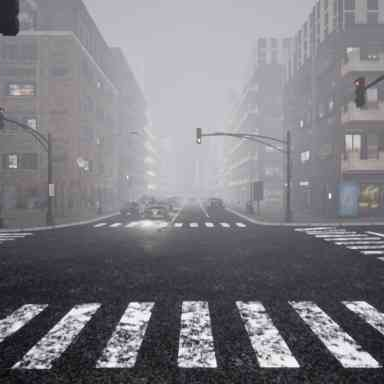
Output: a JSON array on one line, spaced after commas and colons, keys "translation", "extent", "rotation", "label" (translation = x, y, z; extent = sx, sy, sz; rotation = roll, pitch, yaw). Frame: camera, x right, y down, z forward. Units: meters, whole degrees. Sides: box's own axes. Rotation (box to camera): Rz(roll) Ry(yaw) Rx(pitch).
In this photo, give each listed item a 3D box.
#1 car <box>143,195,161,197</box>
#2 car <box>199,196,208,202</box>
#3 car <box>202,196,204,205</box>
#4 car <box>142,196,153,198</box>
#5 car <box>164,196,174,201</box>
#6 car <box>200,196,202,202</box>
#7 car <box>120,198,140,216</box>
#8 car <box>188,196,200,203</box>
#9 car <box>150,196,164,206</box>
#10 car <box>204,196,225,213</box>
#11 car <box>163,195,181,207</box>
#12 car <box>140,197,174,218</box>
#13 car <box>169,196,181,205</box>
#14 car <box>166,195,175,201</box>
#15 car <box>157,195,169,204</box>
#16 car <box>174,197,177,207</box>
[{"translation": [-5.702, 1.326, 43.495], "extent": [2.192, 1.841, 5.009], "rotation": [0, 0, 0], "label": "car"}, {"translation": [2.670, 1.584, 77.594], "extent": [2.008, 1.369, 4.403], "rotation": [0, 0, 0], "label": "car"}, {"translation": [2.679, 1.451, 43.499], "extent": [1.967, 1.590, 4.097], "rotation": [0, 0, 0], "label": "car"}, {"translation": [-5.700, 1.533, 37.643], "extent": [1.752, 1.417, 4.829], "rotation": [0, 0, 0], "label": "car"}, {"translation": [-5.712, 1.589, 83.272], "extent": [2.008, 1.369, 4.403], "rotation": [0, 0, 0], "label": "car"}, {"translation": [2.676, 1.598, 54.864], "extent": [1.802, 1.307, 4.206], "rotation": [0, 0, 0], "label": "car"}, {"translation": [-5.698, 1.572, 32.130], "extent": [1.947, 1.339, 4.313], "rotation": [0, 0, 0], "label": "car"}, {"translation": [0.025, 1.538, 70.545], "extent": [2.128, 1.511, 4.902], "rotation": [0, 0, 0], "label": "car"}, {"translation": [-5.704, 1.457, 54.860], "extent": [1.967, 1.590, 4.097], "rotation": [0, 0, 0], "label": "car"}, {"translation": [2.680, 1.448, 37.817], "extent": [1.967, 1.590, 4.097], "rotation": [0, 0, 0], "label": "car"}, {"translation": [-3.101, 1.578, 49.838], "extent": [1.994, 1.385, 4.181], "rotation": [0, 0, 0], "label": "car"}, {"translation": [-3.099, 1.497, 30.561], "extent": [2.128, 1.511, 4.902], "rotation": [0, 0, 1], "label": "car"}, {"translation": [-3.061, 1.497, 59.848], "extent": [1.882, 1.535, 5.008], "rotation": [0, 0, 0], "label": "car"}, {"translation": [-5.714, 1.594, 88.954], "extent": [2.008, 1.369, 4.403], "rotation": [0, 0, 0], "label": "car"}, {"translation": [-5.707, 1.464, 66.226], "extent": [1.967, 1.590, 4.097], "rotation": [0, 0, 0], "label": "car"}, {"translation": [-3.109, 1.610, 39.861], "extent": [1.895, 1.301, 4.718], "rotation": [0, 0, 0], "label": "car"}]
